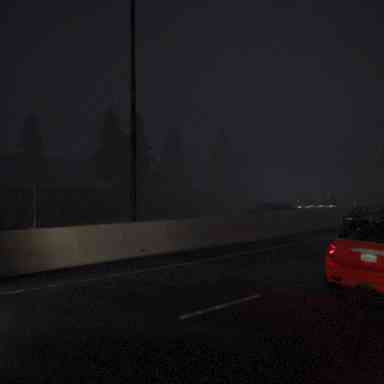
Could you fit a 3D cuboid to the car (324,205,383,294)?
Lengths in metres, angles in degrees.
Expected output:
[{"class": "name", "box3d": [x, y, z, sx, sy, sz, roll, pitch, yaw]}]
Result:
[{"class": "car", "box3d": [5.122, 1.304, 7.911, 4.553, 1.767, 2.097, 0, 0, -40]}]

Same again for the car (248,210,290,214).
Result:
[{"class": "car", "box3d": [5.319, 1.384, 22.492, 1.882, 1.535, 5.008, 0, 0, 44]}]

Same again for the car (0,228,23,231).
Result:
[{"class": "car", "box3d": [-9.921, 1.604, 14.114, 4.718, 1.301, 1.895, 0, 0, -36]}]
